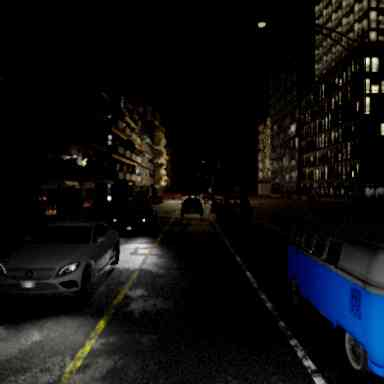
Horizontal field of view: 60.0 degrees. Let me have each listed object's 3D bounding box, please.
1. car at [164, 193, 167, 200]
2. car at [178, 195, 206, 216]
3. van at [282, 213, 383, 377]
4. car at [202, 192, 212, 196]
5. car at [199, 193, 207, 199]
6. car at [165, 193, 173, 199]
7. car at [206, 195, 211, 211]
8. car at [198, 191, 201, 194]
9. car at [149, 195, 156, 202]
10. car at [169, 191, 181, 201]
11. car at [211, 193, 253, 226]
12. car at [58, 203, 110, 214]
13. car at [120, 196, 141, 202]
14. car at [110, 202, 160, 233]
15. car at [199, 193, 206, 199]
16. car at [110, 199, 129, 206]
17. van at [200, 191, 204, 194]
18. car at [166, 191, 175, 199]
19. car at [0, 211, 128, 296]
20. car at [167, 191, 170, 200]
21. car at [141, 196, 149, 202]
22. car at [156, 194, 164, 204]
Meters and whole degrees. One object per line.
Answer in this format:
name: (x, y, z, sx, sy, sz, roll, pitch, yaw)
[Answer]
car: (-5.692, 1.172, 54.954, 1.887, 1.381, 4.507, 0, 0, 0)
car: (0.008, 1.270, 29.393, 1.882, 1.535, 5.008, 0, 0, 0)
van: (2.684, 1.301, 5.214, 1.690, 1.788, 3.998, 0, 0, 0)
car: (2.687, 1.185, 49.597, 1.752, 1.417, 4.829, 0, 0, 0)
car: (2.689, 1.050, 82.587, 1.802, 1.307, 4.206, 0, 0, 0)
car: (-5.692, 0.995, 82.418, 1.752, 1.417, 4.829, 0, 0, 0)
car: (2.686, 1.314, 32.848, 1.887, 1.381, 4.507, 0, 0, 0)
car: (2.687, 0.970, 71.532, 1.967, 1.590, 4.097, 0, 0, 0)
car: (-5.694, 1.173, 38.374, 1.967, 1.590, 4.097, 0, 0, 0)
car: (-3.002, 1.016, 67.500, 1.882, 1.535, 5.008, 0, 0, 0)
car: (2.685, 1.158, 21.793, 2.192, 1.841, 5.009, 0, 0, 0)
car: (-5.694, 1.432, 16.269, 2.008, 1.369, 4.403, 0, 0, 0)
car: (-5.695, 1.247, 27.321, 1.967, 1.590, 4.097, 0, 0, 0)
car: (-3.073, 1.467, 18.562, 1.895, 1.301, 4.718, 0, 0, 0)
car: (2.689, 1.021, 88.113, 1.802, 1.307, 4.206, 0, 0, 0)
car: (-5.694, 1.389, 21.794, 1.887, 1.381, 4.507, 0, 0, 0)
van: (2.687, 0.968, 54.952, 1.690, 1.788, 3.998, 0, 0, 0)
car: (-5.693, 0.754, 88.112, 2.192, 1.841, 5.009, 0, 0, 0)
car: (-3.093, 1.461, 8.615, 1.812, 1.442, 4.674, 0, 0, 0)
car: (-5.692, 1.075, 71.534, 1.887, 1.381, 4.507, 0, 0, 0)
car: (-5.694, 1.352, 32.849, 1.802, 1.307, 4.206, 0, 0, 0)
car: (-5.693, 1.188, 49.258, 1.752, 1.417, 4.829, 0, 0, 0)
